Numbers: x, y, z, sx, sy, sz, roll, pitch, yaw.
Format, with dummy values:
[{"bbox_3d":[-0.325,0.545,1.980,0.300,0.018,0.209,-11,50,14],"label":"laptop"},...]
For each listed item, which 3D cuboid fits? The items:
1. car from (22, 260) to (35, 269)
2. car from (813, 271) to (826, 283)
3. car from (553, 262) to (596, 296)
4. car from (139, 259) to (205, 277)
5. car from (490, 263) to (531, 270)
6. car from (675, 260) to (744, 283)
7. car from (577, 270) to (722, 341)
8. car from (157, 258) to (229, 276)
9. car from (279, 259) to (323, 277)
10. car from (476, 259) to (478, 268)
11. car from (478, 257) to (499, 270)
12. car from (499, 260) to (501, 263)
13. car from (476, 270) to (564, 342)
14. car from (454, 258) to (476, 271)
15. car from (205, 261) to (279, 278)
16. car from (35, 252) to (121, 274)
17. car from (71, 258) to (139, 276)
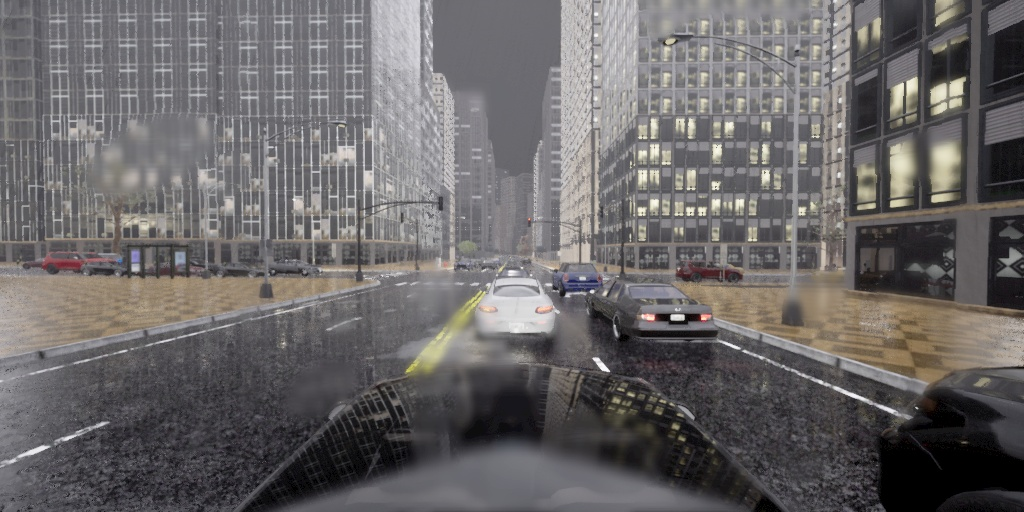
[{"bbox_3d":[-50.942,0.787,39.372,4.207,1.307,1.802,0,0,1],"label":"car"},{"bbox_3d":[27.662,1.574,29.508,4.829,1.417,1.751,0,0,1],"label":"car"},{"bbox_3d":[3.363,1.090,19.168,2.097,1.767,4.553,0,0,0],"label":"car"},{"bbox_3d":[-28.394,1.133,30.407,4.207,1.307,1.802,0,0,1],"label":"car"},{"bbox_3d":[0.112,1.285,18.888,2.033,1.411,5.357,0,0,0],"label":"car"},{"bbox_3d":[16.214,1.264,29.713,5.009,1.841,2.192,0,0,1],"label":"car"},{"bbox_3d":[3.358,1.292,9.782,2.033,1.411,5.357,0,0,0],"label":"car"},{"bbox_3d":[-29.416,0.975,33.119,5.008,1.535,1.882,1,1,1],"label":"car"},{"bbox_3d":[-20.005,1.075,32.920,4.902,1.511,2.128,1,1,1],"label":"car"},{"bbox_3d":[-6.545,1.201,58.341,1.837,1.490,4.892,0,0,0],"label":"car"},{"bbox_3d":[-3.305,1.253,51.226,2.033,1.411,5.357,0,0,0],"label":"car"},{"bbox_3d":[-3.283,1.293,60.987,1.895,1.301,4.718,0,0,0],"label":"car"},{"bbox_3d":[0.105,1.270,9.643,1.812,1.442,4.674,0,0,0],"label":"car"},{"bbox_3d":[-6.589,1.060,49.244,2.097,1.767,4.553,0,0,1],"label":"car"},{"bbox_3d":[-22.710,1.169,30.269,4.313,1.339,1.948,0,0,1],"label":"car"},{"bbox_3d":[-40.016,0.622,33.346,5.566,2.045,2.150,1,1,1],"label":"car"},{"bbox_3d":[-34.075,1.064,30.584,4.313,1.339,1.948,0,0,1],"label":"car"}]
